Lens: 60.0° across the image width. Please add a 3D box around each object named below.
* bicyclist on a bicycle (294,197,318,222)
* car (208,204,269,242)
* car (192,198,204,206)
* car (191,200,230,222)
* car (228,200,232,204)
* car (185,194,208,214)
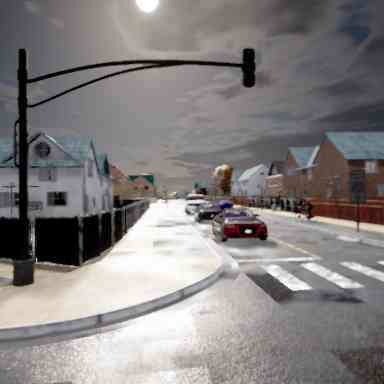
[{"bbox_3d":[7.534,1.166,21.929,1.656,1.620,0.582,-1,0,-5],"label":"bicyclist on a bicycle"},{"bbox_3d":[2.175,1.476,15.859,1.994,1.385,4.181,-1,0,-5],"label":"car"},{"bbox_3d":[1.086,1.798,62.879,1.812,1.442,4.674,-1,-1,-5],"label":"car"},{"bbox_3d":[1.315,1.544,25.763,1.994,1.385,4.181,-1,0,-6],"label":"car"},{"bbox_3d":[3.395,1.543,36.090,1.812,1.442,4.674,-1,0,-5],"label":"car"},{"bbox_3d":[0.424,1.284,36.268,2.150,2.045,5.566,-1,0,-5],"label":"car"}]
